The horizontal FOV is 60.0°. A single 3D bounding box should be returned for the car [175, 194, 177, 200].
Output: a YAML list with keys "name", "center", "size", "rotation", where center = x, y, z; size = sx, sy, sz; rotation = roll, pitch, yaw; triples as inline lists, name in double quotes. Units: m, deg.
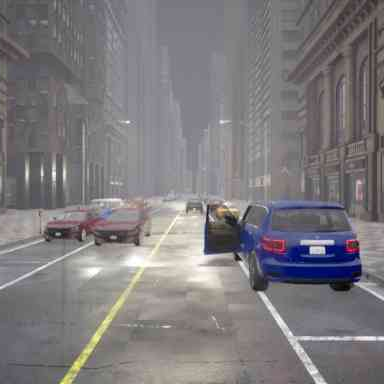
- name: "car"
  center: [-5.327, 1.603, 78.175]
  size: [1.947, 1.339, 4.313]
  rotation: [0, 0, 0]

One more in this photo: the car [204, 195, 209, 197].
- name: "car"
  center: [3.041, 1.539, 50.219]
  size: [1.752, 1.417, 4.829]
  rotation: [0, 0, 0]

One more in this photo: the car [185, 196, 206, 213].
- name: "car"
  center: [0.276, 1.513, 36.747]
  size: [1.837, 1.490, 4.892]
  rotation: [0, 0, 0]

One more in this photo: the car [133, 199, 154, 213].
- name: "car"
  center: [-5.549, 1.534, 38.677]
  size: [1.752, 1.417, 4.829]
  rotation: [0, 0, 0]

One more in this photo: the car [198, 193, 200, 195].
- name: "car"
  center: [3.230, 1.357, 83.761]
  size: [2.192, 1.841, 5.009]
  rotation: [0, 0, 0]

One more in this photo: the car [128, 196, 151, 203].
- name: "car"
  center: [-5.579, 1.323, 33.229]
  size: [2.192, 1.841, 5.009]
  rotation: [0, 0, 0]

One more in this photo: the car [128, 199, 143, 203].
- name: "car"
  center: [-5.611, 1.557, 27.610]
  size: [2.008, 1.369, 4.403]
  rotation: [0, 0, 0]

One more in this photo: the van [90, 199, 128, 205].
- name: "van"
  center: [-5.643, 1.345, 21.992]
  size: [1.690, 1.788, 3.998]
  rotation: [0, 0, 0]

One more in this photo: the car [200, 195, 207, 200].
- name: "car"
  center: [3.293, 1.603, 94.999]
  size: [2.008, 1.369, 4.403]
  rotation: [0, 0, 0]

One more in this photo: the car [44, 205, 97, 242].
- name: "car"
  center: [-5.674, 1.547, 16.373]
  size: [1.887, 1.381, 4.507]
  rotation: [0, 0, 0]

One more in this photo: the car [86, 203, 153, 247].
- name: "car"
  center: [-3.018, 1.480, 15.327]
  size: [1.882, 1.535, 5.008]
  rotation: [0, 0, 0]

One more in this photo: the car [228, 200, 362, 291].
- name: "car"
  center: [2.442, 1.222, 9.117]
  size: [2.150, 2.045, 5.566]
  rotation: [0, 0, 0]

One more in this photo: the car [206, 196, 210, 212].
- name: "car"
  center: [3.009, 1.593, 44.430]
  size: [1.802, 1.307, 4.206]
  rotation: [0, 0, 0]

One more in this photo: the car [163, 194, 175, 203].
- name: "car"
  center: [-5.359, 1.614, 72.556]
  size: [1.802, 1.307, 4.206]
  rotation: [0, 0, 0]

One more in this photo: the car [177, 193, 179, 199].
- name: "car"
  center: [-5.264, 1.592, 89.411]
  size: [1.887, 1.381, 4.507]
  rotation: [0, 0, 0]

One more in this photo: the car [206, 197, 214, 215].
- name: "car"
  center: [2.977, 1.591, 38.812]
  size: [1.802, 1.307, 4.206]
  rotation: [0, 0, 0]

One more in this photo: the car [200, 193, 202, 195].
- name: "car"
  center: [3.166, 1.472, 72.524]
  size: [1.967, 1.590, 4.097]
  rotation: [0, 0, 0]

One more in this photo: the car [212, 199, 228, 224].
- name: "car"
  center: [2.915, 1.531, 27.744]
  size: [1.752, 1.417, 4.829]
  rotation: [0, 0, 0]
